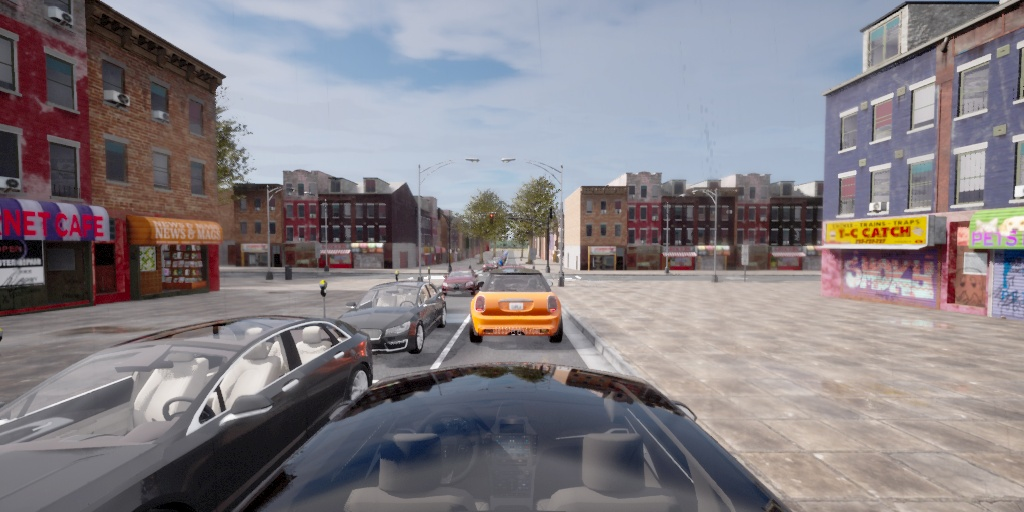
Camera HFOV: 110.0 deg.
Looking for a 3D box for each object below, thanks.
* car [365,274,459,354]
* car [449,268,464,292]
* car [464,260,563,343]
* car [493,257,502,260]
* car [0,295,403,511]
[{"bbox_3d":[-2.653,1.299,8.542,2.007,1.370,4.403,0,0,0],"label":"car"},{"bbox_3d":[-2.673,1.337,19.436,1.802,1.307,4.207,0,0,0],"label":"car"},{"bbox_3d":[0.085,1.101,9.852,2.097,1.767,4.553,0,0,0],"label":"car"},{"bbox_3d":[-2.724,1.245,46.212,1.967,1.591,4.097,0,0,0],"label":"car"},{"bbox_3d":[-2.643,1.300,3.094,2.007,1.370,4.403,0,0,0],"label":"car"}]
